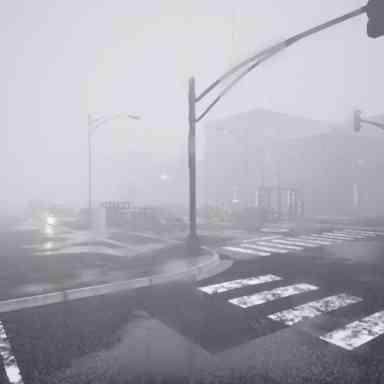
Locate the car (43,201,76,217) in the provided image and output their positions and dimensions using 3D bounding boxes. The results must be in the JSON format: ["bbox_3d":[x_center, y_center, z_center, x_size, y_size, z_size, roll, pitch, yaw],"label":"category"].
[{"bbox_3d":[-15.410,2.052,38.515,2.008,1.369,4.403,-1,0,-36],"label":"car"}]

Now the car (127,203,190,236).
[{"bbox_3d":[-2.021,1.672,20.292,1.967,1.590,4.097,-1,0,-36],"label":"car"}]

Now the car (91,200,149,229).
[{"bbox_3d":[-5.372,1.614,24.847,2.192,1.841,5.009,-1,0,-36],"label":"car"}]

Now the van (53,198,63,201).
[{"bbox_3d":[-28.758,2.171,70.769,1.690,1.788,3.998,-2,0,-36],"label":"van"}]

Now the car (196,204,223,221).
[{"bbox_3d":[1.276,1.750,29.903,1.752,1.417,4.829,-2,0,-36],"label":"car"}]

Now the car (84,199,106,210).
[{"bbox_3d":[-15.365,2.000,52.545,1.967,1.590,4.097,-2,0,-36],"label":"car"}]

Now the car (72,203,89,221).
[{"bbox_3d":[-8.714,1.917,29.403,2.008,1.369,4.403,-1,0,-36],"label":"car"}]

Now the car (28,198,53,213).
[{"bbox_3d":[-22.111,1.951,47.626,2.192,1.841,5.009,-1,0,-36],"label":"car"}]

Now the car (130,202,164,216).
[{"bbox_3d":[-5.319,1.908,38.878,2.008,1.369,4.403,-2,0,-36],"label":"car"}]

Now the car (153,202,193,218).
[{"bbox_3d":[-2.072,1.817,34.459,1.752,1.417,4.829,-2,0,-36],"label":"car"}]

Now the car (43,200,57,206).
[{"bbox_3d":[-32.100,2.442,75.325,1.887,1.381,4.507,-2,0,-36],"label":"car"}]

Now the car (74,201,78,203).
[{"bbox_3d":[-22.057,2.276,61.657,1.802,1.307,4.206,-2,0,-36],"label":"car"}]

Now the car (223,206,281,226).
[{"bbox_3d":[4.726,1.721,25.210,1.947,1.339,4.313,-2,0,-36],"label":"car"}]

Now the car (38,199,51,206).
[{"bbox_3d":[-35.549,2.492,80.018,1.752,1.417,4.829,-2,0,-36],"label":"car"}]

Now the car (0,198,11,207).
[{"bbox_3d":[-42.232,2.357,74.936,2.192,1.841,5.009,-1,0,-36],"label":"car"}]
